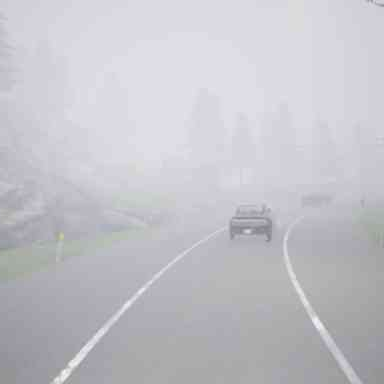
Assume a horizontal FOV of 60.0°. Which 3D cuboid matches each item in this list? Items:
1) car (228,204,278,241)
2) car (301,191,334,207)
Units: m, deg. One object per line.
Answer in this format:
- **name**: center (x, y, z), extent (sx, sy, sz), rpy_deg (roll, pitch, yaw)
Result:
- **car**: center (2.980, 1.326, 15.821), extent (2.128, 1.511, 4.902), rpy_deg (-1, 1, 17)
- **car**: center (12.660, 0.604, 33.460), extent (1.882, 1.535, 5.008), rpy_deg (-3, 0, 39)
